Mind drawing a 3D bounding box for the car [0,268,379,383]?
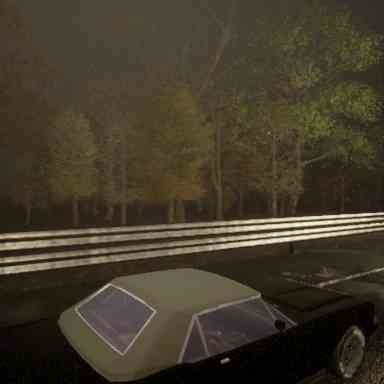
[{"bbox_3d":[0.182,1.623,3.871,4.718,1.301,1.895,1,0,-35],"label":"car"}]
